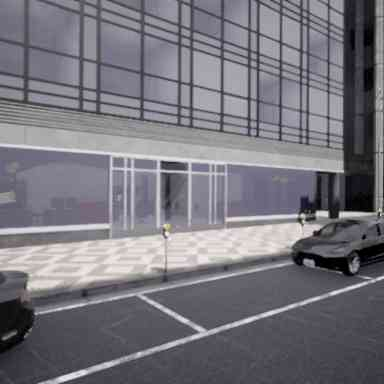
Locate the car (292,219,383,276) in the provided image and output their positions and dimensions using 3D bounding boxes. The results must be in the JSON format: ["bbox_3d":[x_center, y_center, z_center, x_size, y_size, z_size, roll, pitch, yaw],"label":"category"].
[{"bbox_3d":[4.961,1.539,10.293,4.313,1.339,1.947,0,1,-35],"label":"car"}]

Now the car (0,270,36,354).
[{"bbox_3d":[-4.197,1.554,3.761,4.403,1.369,2.008,0,1,-35],"label":"car"}]
